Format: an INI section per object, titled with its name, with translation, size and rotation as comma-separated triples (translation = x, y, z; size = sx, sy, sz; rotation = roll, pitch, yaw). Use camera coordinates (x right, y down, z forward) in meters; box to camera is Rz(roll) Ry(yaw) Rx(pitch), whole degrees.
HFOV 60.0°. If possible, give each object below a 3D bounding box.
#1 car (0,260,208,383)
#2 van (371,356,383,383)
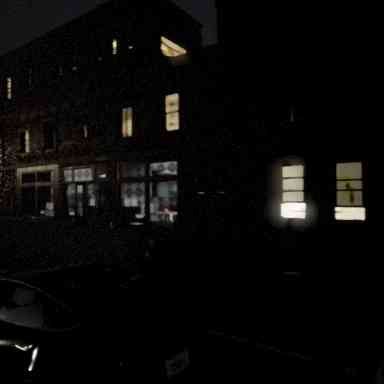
[car]
translation = -1.818, 1.558, 4.185
size = 4.313, 1.339, 1.947
rotation = 0, -1, 36
[van]
translation = 2.699, 1.345, 0.966
size = 3.998, 1.788, 1.690
rotation = 0, -1, 36
